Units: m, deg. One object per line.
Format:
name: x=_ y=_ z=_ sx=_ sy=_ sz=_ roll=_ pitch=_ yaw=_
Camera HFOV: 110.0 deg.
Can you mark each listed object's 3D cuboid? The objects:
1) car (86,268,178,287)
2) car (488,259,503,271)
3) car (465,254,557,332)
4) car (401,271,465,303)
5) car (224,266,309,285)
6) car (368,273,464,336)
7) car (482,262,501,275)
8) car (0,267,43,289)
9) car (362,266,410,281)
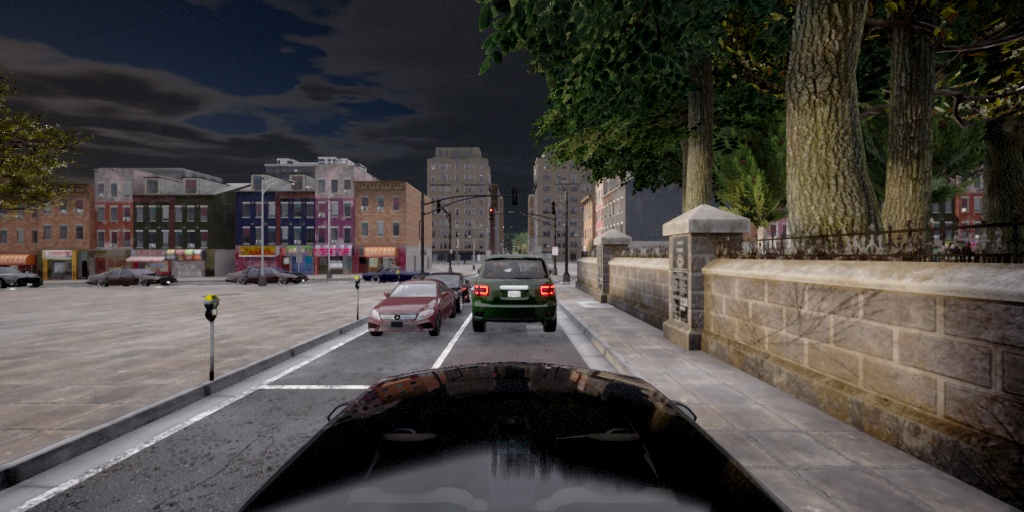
car: x=-28.374 y=1.623 z=26.828 sx=5.357 sy=1.411 sz=2.033 roll=-1 pitch=0 yaw=0
car: x=-2.258 y=1.216 z=51.157 sx=1.882 sy=1.535 sz=5.008 roll=0 pitch=0 yaw=0
car: x=0.082 y=0.971 z=10.973 sx=2.150 sy=2.045 sz=5.566 roll=0 pitch=0 yaw=1
car: x=-2.629 y=1.315 z=13.958 sx=1.948 sy=1.339 sz=4.313 roll=0 pitch=0 yaw=0
car: x=-18.300 y=1.482 z=26.855 sx=5.357 sy=1.411 sz=2.033 roll=-1 pitch=0 yaw=0
car: x=-2.632 y=1.331 z=10.295 sx=1.802 sy=1.307 sz=4.207 roll=0 pitch=0 yaw=0
car: x=-2.252 y=1.342 z=40.744 sx=1.895 sy=1.301 sz=4.718 roll=0 pitch=0 yaw=0
car: x=-38.333 y=1.597 z=26.821 sx=4.553 sy=1.767 sz=2.097 roll=-1 pitch=0 yaw=0
car: x=-8.539 y=1.425 z=26.881 sx=4.718 sy=1.301 sz=1.895 roll=-1 pitch=0 yaw=0
